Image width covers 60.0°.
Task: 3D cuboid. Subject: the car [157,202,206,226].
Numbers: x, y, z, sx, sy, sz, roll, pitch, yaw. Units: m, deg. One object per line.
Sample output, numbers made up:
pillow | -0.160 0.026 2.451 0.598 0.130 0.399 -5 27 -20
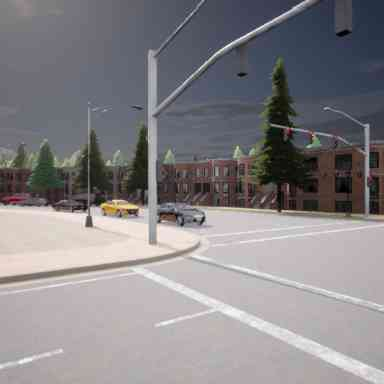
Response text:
car | -0.991 1.492 23.328 2.128 1.511 4.902 0 0 -36

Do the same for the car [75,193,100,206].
car | -16.762 1.222 52.010 5.566 2.045 2.150 0 0 25

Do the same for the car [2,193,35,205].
car | -28.982 1.221 55.956 5.566 2.045 2.150 0 0 10

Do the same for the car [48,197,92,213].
car | -13.914 1.601 37.954 4.718 1.301 1.895 0 0 37

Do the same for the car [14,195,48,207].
car | -24.121 1.547 51.169 5.357 1.411 2.033 0 0 17

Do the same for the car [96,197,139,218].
car | -6.743 1.478 30.891 1.882 1.535 5.008 0 0 -40
